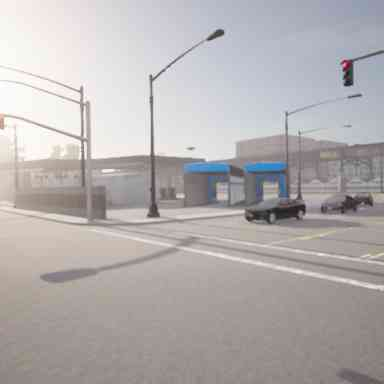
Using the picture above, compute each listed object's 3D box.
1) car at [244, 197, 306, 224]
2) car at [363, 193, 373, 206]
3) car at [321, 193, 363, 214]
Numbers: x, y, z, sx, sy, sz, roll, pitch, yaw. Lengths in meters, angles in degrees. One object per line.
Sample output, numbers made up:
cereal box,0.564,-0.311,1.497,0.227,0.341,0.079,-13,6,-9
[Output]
car,5.541,1.127,21.922,5.008,1.535,1.882,-2,1,-40
car,18.639,0.833,36.174,1.895,1.301,4.718,-1,1,29
car,12.550,0.970,28.149,1.812,1.442,4.674,0,1,43
